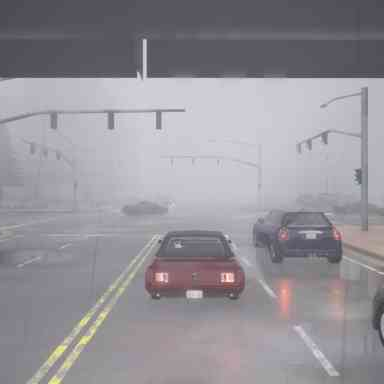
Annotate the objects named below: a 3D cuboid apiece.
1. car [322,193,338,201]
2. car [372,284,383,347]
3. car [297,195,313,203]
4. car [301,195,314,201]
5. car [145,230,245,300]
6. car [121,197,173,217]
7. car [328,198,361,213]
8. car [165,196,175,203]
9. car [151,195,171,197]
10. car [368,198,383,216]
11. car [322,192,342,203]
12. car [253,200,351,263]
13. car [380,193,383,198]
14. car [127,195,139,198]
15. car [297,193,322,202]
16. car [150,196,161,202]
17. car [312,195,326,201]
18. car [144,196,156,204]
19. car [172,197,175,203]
[{"bbox_3d":[33.525,1.153,80.771,1.932,1.855,4.605,0,0,0],"label":"car"},{"bbox_3d":[3.601,1.505,3.037,1.837,1.490,4.892,0,0,0],"label":"car"},{"bbox_3d":[22.218,1.395,65.590,1.970,1.475,3.806,0,0,0],"label":"car"},{"bbox_3d":[27.947,1.395,80.707,1.970,1.475,3.806,0,0,0],"label":"car"},{"bbox_3d":[0.070,1.601,8.361,1.895,1.301,4.718,0,0,0],"label":"car"},{"bbox_3d":[-4.346,1.526,30.977,4.674,1.442,1.812,0,1,-44],"label":"car"},{"bbox_3d":[16.682,1.564,33.932,4.181,1.385,1.994,0,0,1],"label":"car"},{"bbox_3d":[-4.517,1.601,68.761,1.895,1.301,4.718,0,0,0],"label":"car"},{"bbox_3d":[-4.491,1.491,49.564,2.128,1.511,4.902,0,0,0],"label":"car"},{"bbox_3d":[19.266,1.505,30.398,4.892,1.490,1.837,0,0,1],"label":"car"},{"bbox_3d":[19.557,1.156,48.116,1.905,1.878,3.866,0,0,0],"label":"car"},{"bbox_3d":[3.585,1.352,12.126,2.097,1.767,4.553,0,0,0],"label":"car"},{"bbox_3d":[39.115,1.153,65.724,1.932,1.855,4.605,0,0,0],"label":"car"},{"bbox_3d":[-8.030,1.352,44.802,2.097,1.767,4.553,0,0,2],"label":"car"},{"bbox_3d":[16.663,1.153,48.163,1.932,1.855,4.605,0,0,0],"label":"car"},{"bbox_3d":[-8.044,1.552,73.990,1.994,1.385,4.181,0,0,0],"label":"car"},{"bbox_3d":[30.842,1.364,80.714,1.784,1.438,3.905,0,0,0],"label":"car"},{"bbox_3d":[-8.025,1.526,63.976,1.812,1.442,4.674,0,0,0],"label":"car"},{"bbox_3d":[-4.529,1.352,58.606,2.097,1.767,4.553,0,0,0],"label":"car"}]
